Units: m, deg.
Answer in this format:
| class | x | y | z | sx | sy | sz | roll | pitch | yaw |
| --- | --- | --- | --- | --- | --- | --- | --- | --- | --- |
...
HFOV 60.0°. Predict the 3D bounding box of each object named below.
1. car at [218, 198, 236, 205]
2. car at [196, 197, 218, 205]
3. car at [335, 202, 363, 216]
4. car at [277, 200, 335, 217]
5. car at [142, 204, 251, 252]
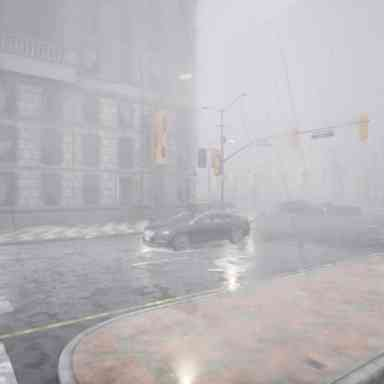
| class | x | y | z | sx | sy | sz | roll | pitch | yaw |
| --- | --- | --- | --- | --- | --- | --- | --- | --- | --- |
| car | 3.786 | 1.547 | 46.309 | 2.033 | 1.411 | 5.357 | 0 | 0 | -36 |
| car | 0.848 | 1.477 | 44.410 | 1.882 | 1.535 | 5.008 | 0 | 0 | -36 |
| car | 13.896 | 1.600 | 32.340 | 1.895 | 1.301 | 4.718 | 0 | 0 | -37 |
| car | 10.322 | 1.493 | 31.259 | 2.128 | 1.511 | 4.902 | 0 | 0 | -36 |
| car | 0.308 | 1.491 | 14.016 | 4.902 | 1.511 | 2.128 | 0 | 0 | -35 |
